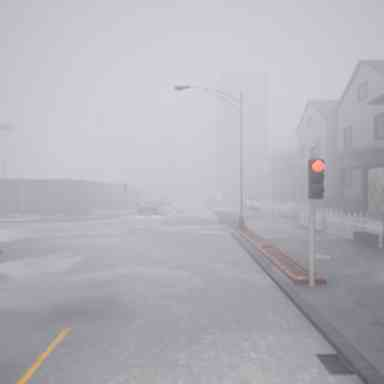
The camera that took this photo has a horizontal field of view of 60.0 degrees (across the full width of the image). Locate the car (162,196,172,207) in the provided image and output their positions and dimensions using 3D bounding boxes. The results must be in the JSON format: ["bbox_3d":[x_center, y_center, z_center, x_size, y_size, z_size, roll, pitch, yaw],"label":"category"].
[{"bbox_3d":[-4.092,1.361,48.098,1.812,1.442,4.674,0,0,0],"label":"car"}]

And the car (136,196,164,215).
[{"bbox_3d":[-4.102,1.416,32.039,1.812,1.442,4.674,0,0,0],"label":"car"}]
